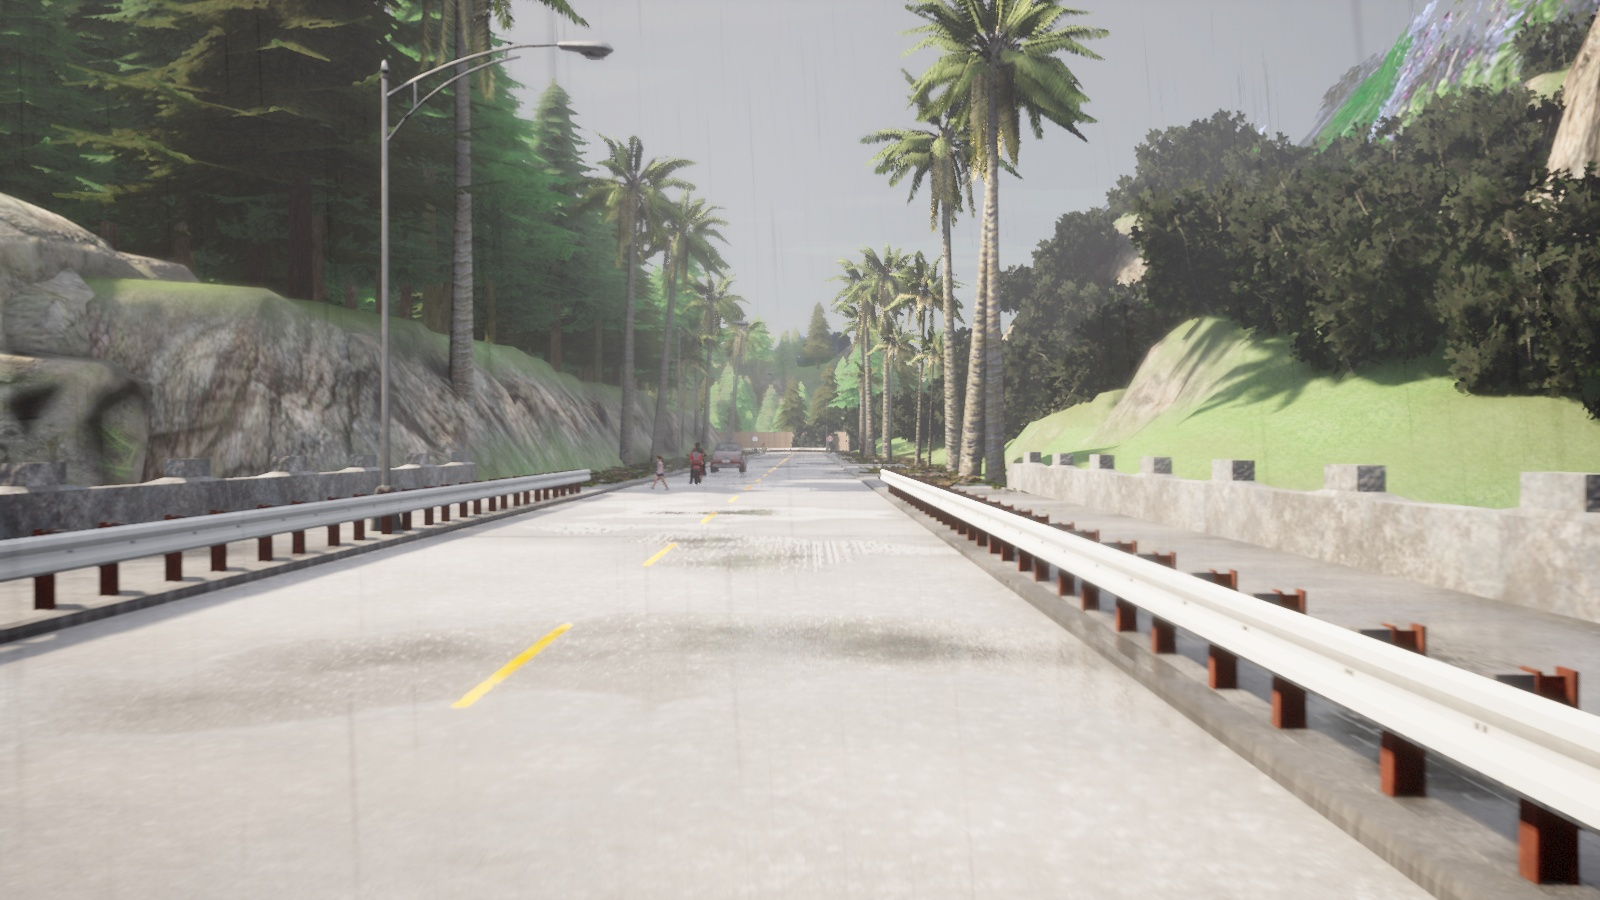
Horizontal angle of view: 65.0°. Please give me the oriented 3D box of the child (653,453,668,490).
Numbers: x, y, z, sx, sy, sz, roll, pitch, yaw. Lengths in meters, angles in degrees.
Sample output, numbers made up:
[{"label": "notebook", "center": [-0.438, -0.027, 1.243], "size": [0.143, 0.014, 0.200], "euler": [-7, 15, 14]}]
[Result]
[{"label": "child", "center": [-4.254, 0.659, 38.294], "size": [0.394, 1.110, 0.255], "euler": [0, 0, -30]}]

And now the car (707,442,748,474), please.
[{"label": "car", "center": [-3.608, 0.368, 63.064], "size": [1.789, 1.549, 3.705], "euler": [0, 0, 0]}]

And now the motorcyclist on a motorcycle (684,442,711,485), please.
[{"label": "motorcyclist on a motorcycle", "center": [-3.707, 0.469, 45.466], "size": [0.797, 1.523, 2.044], "euler": [0, 0, 0]}]
